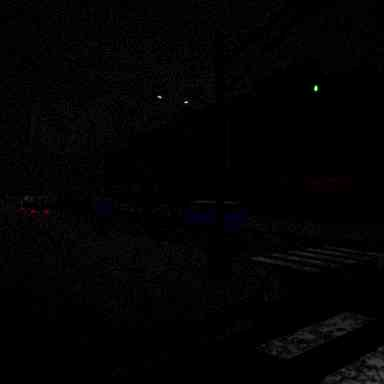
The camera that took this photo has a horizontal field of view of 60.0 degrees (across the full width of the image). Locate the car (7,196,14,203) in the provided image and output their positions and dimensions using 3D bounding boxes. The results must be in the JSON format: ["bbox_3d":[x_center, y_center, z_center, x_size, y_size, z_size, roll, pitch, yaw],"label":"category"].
[{"bbox_3d":[-40.478,1.699,76.264,1.967,1.590,4.097,0,0,-36],"label":"car"}]

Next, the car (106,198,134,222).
[{"bbox_3d":[-5.195,1.504,27.451,1.967,1.590,4.097,0,0,-36],"label":"car"}]

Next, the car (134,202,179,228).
[{"bbox_3d":[-1.988,1.488,23.013,1.967,1.590,4.097,0,0,-36],"label":"car"}]

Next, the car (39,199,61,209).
[{"bbox_3d":[-21.233,1.703,49.638,2.008,1.369,4.403,0,0,-36],"label":"car"}]

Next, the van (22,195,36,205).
[{"bbox_3d":[-30.856,1.547,62.951,1.690,1.788,3.998,0,0,-36],"label":"van"}]

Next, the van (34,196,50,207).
[{"bbox_3d":[-24.441,1.511,54.076,1.690,1.788,3.998,0,0,-36],"label":"van"}]

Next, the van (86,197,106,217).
[{"bbox_3d":[-8.403,1.422,31.888,1.690,1.788,3.998,0,0,-36],"label":"van"}]

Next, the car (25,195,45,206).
[{"bbox_3d":[-27.648,1.503,58.513,2.192,1.841,5.009,0,0,-36],"label":"car"}]

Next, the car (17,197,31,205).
[{"bbox_3d":[-34.162,1.749,67.526,1.752,1.417,4.829,0,0,-36],"label":"car"}]

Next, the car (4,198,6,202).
[{"bbox_3d":[-43.785,1.802,80.839,1.752,1.417,4.829,0,0,-36],"label":"car"}]

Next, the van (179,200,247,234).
[{"bbox_3d":[1.219,1.374,18.576,1.690,1.788,3.998,0,0,-36],"label":"van"}]

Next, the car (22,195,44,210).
[{"bbox_3d":[-21.246,1.491,45.325,2.097,1.767,4.553,0,0,-36],"label":"car"}]

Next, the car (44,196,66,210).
[{"bbox_3d":[-18.026,1.449,45.201,2.192,1.841,5.009,0,0,-36],"label":"car"}]

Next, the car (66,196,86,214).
[{"bbox_3d":[-11.611,1.413,36.323,2.192,1.841,5.009,0,0,-36],"label":"car"}]

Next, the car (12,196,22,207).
[{"bbox_3d":[-27.104,1.772,53.425,1.895,1.301,4.718,0,0,-36],"label":"car"}]
